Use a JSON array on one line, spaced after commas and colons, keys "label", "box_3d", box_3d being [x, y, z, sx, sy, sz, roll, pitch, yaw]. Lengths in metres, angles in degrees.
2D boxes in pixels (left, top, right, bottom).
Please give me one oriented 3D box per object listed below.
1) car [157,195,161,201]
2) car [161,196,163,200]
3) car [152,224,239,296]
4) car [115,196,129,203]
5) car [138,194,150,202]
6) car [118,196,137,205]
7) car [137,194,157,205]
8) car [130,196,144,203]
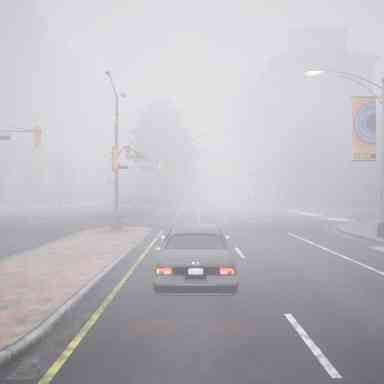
[{"label": "car", "box_3d": [-7.927, 1.526, 67.480, 1.812, 1.442, 4.674, 0, 0, 1]}, {"label": "car", "box_3d": [-7.895, 1.500, 77.809, 1.837, 1.490, 4.892, 0, 0, 0]}, {"label": "car", "box_3d": [0.086, 1.547, 8.801, 2.033, 1.411, 5.357, 0, 0, 0]}, {"label": "car", "box_3d": [-14.656, 1.595, 69.450, 1.895, 1.301, 4.718, 0, 0, 0]}, {"label": "car", "box_3d": [-11.392, 1.355, 79.580, 2.097, 1.767, 4.553, 0, 0, 0]}, {"label": "car", "box_3d": [-11.488, 1.491, 59.647, 2.128, 1.511, 4.902, 0, 0, 0]}, {"label": "car", "box_3d": [-7.993, 1.564, 58.962, 1.994, 1.385, 4.181, 0, 0, 1]}, {"label": "car", "box_3d": [-11.406, 1.525, 69.568, 2.128, 1.511, 4.902, 0, 0, 0]}]
